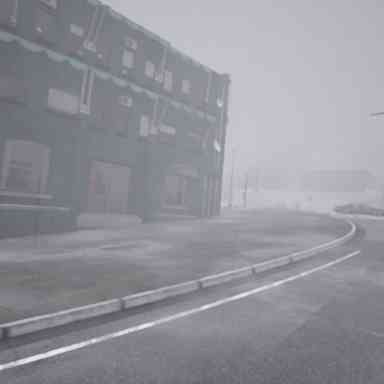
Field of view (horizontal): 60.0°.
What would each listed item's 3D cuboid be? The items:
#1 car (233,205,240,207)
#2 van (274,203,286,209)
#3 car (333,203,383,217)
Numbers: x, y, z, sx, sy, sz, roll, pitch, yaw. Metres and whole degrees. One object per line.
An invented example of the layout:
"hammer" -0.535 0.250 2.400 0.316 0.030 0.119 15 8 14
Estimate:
"car" 8.401 3.288 63.503 1.946 1.575 5.366 2 -5 19
"van" 15.427 2.976 58.024 1.878 1.987 4.442 2 -5 19
"car" 17.723 1.843 34.701 5.357 1.411 2.033 2 -3 39
